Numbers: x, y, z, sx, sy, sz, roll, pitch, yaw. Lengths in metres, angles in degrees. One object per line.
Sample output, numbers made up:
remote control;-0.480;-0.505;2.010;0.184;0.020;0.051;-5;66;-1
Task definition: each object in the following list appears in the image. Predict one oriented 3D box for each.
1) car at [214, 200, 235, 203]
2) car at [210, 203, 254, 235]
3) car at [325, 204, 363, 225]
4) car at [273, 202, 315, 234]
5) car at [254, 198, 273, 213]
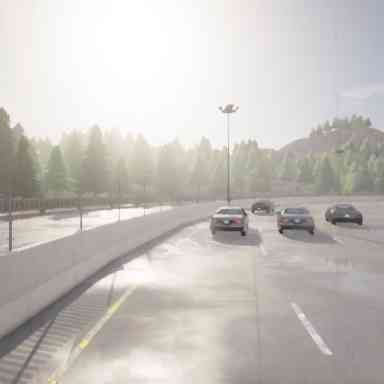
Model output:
car;4.442;1.421;46.063;2.033;1.411;5.357;0;0;27
car;2.229;1.532;18.743;2.033;1.411;5.357;0;0;12
car;10.812;1.545;23.869;1.994;1.385;4.181;0;0;16
car;5.923;1.532;19.289;2.033;1.411;5.357;0;0;13
car;7.755;1.475;36.037;1.837;1.490;4.892;0;0;23
